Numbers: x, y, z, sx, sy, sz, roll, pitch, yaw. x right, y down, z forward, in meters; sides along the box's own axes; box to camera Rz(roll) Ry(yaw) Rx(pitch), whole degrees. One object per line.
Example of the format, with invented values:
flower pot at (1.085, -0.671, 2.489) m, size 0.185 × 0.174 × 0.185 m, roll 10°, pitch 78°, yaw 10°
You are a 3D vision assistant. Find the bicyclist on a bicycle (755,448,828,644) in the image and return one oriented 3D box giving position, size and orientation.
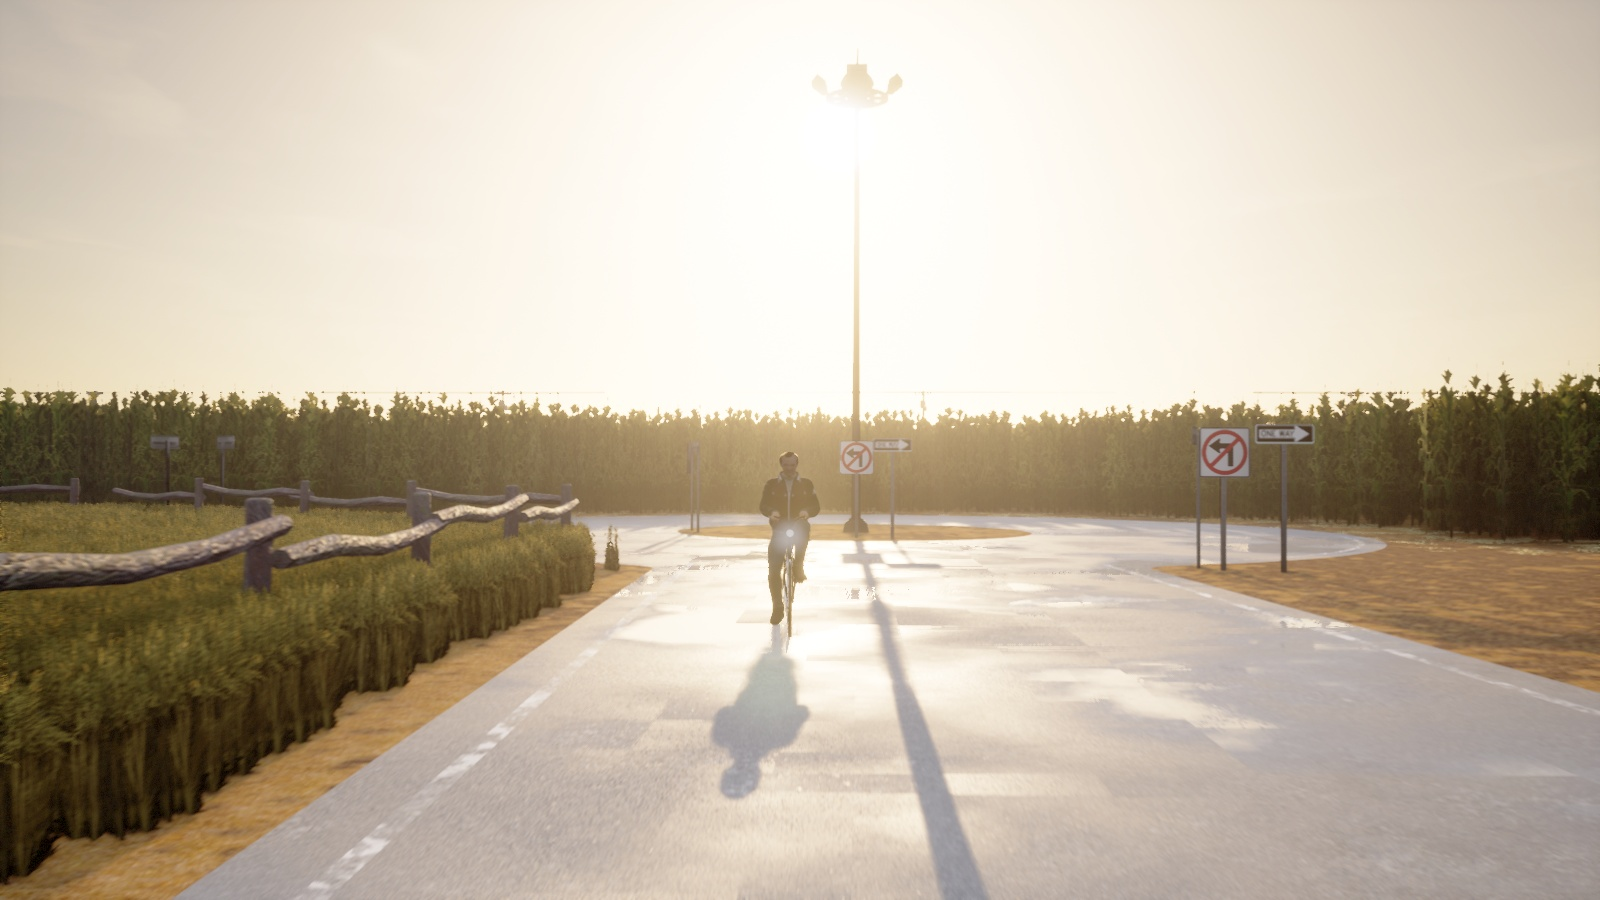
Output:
bicyclist on a bicycle at (-0.095, 0.892, 12.330) m, size 0.659 × 1.776 × 1.843 m, roll 0°, pitch -1°, yaw -1°
